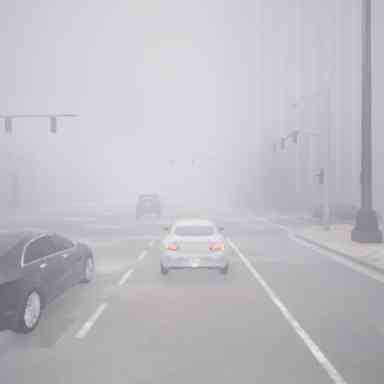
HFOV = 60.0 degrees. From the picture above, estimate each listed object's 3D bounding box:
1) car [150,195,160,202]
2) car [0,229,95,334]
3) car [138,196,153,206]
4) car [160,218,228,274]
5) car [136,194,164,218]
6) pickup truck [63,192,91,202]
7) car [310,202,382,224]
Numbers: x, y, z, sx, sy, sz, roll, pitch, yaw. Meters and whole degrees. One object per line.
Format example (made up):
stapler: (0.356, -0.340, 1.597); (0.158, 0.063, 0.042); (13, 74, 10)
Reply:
car: (-8.195, 1.496, 73.832); (1.837, 1.490, 4.892); (0, 0, -1)
car: (-3.445, 1.504, 6.740); (1.837, 1.490, 4.892); (0, 0, 0)
car: (-7.976, 1.474, 57.507); (1.882, 1.535, 5.008); (0, 0, -1)
car: (0.062, 1.525, 10.398); (1.812, 1.442, 4.674); (0, 0, 0)
car: (-3.799, 1.220, 30.573); (2.150, 2.045, 5.566); (0, 0, -1)
pickup truck: (-24.796, 1.055, 72.401); (2.390, 2.098, 6.274); (0, 0, 30)
car: (11.064, 1.490, 24.024); (4.902, 1.511, 2.128); (0, 0, -1)
